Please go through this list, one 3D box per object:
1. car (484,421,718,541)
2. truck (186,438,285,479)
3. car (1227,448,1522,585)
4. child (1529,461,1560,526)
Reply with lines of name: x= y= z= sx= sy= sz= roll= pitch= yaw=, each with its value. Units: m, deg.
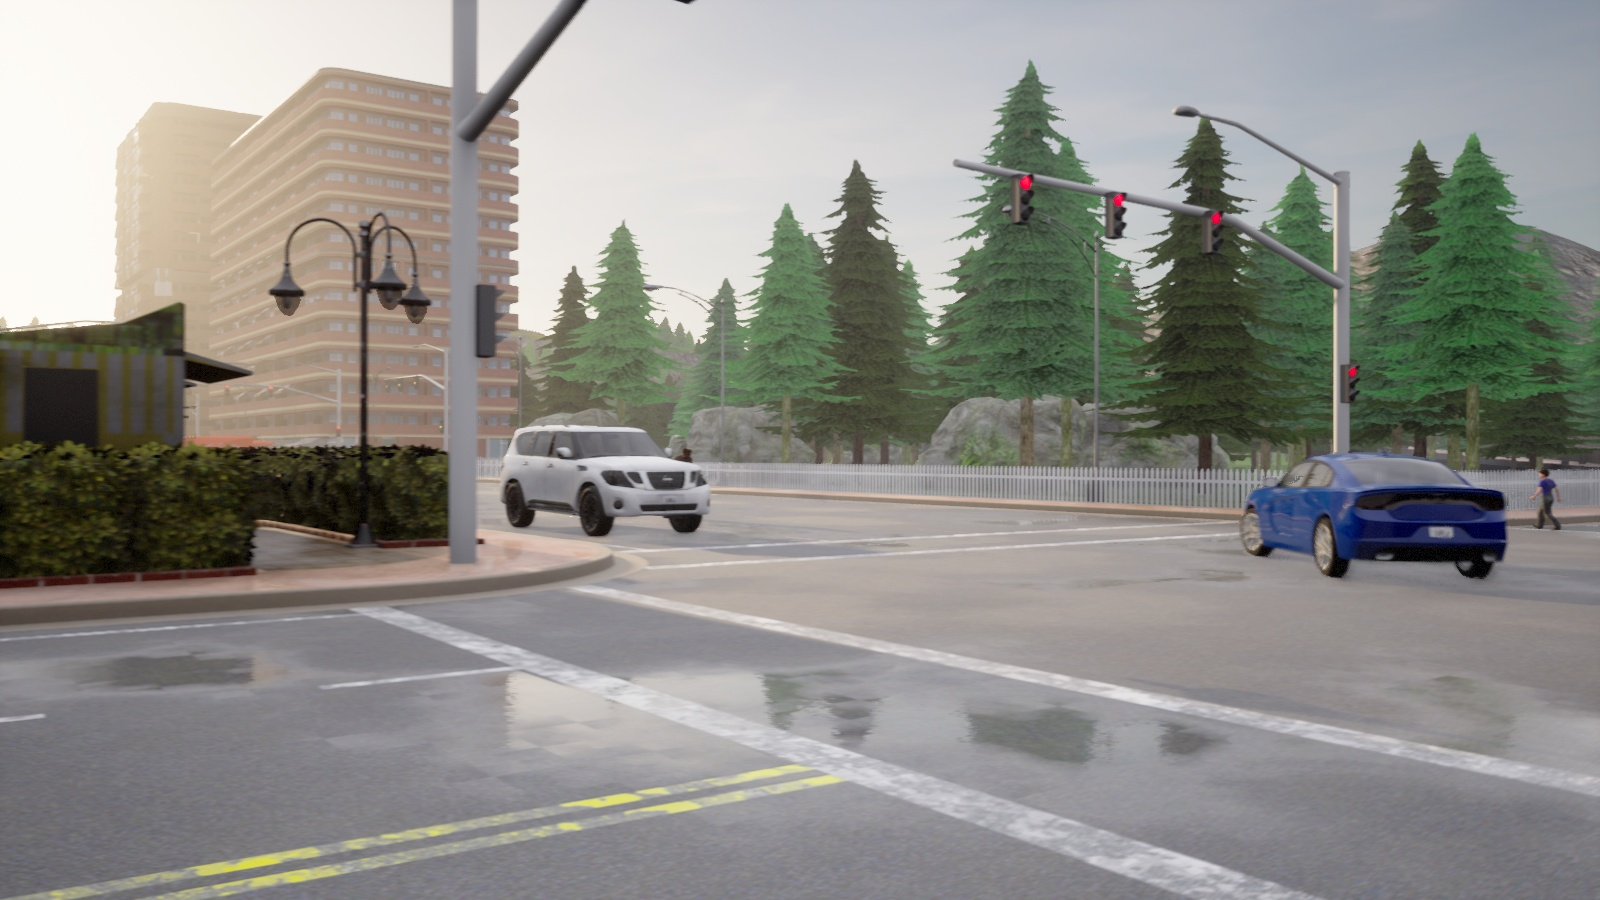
car: x=-3.989 y=0.532 z=24.260 sx=2.150 sy=2.045 sz=5.566 roll=0 pitch=0 yaw=-36
truck: x=-35.189 y=0.513 z=78.284 sx=5.204 sy=2.467 sz=2.627 roll=0 pitch=0 yaw=-37
car: x=7.323 y=0.748 z=16.657 sx=1.882 sy=1.535 sz=5.008 roll=0 pitch=0 yaw=3
child: x=14.687 y=0.853 z=24.772 sx=0.270 sy=1.263 sz=0.437 roll=0 pitch=0 yaw=-32
